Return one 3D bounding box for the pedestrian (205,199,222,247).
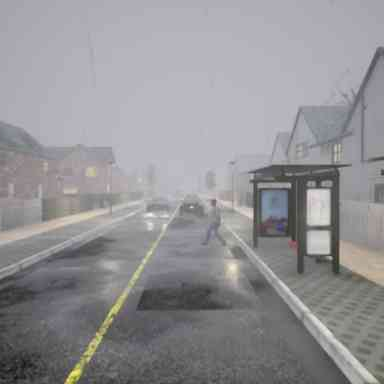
[{"bbox_3d":[0.798,1.089,12.338,0.375,1.860,0.375,0,1,-4],"label":"pedestrian"}]

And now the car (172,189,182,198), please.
[{"bbox_3d":[-3.016,0.318,71.411,2.150,2.045,5.566,0,0,0],"label":"car"}]

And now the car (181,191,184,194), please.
[{"bbox_3d":[-0.070,0.927,43.281,2.033,1.411,5.357,0,1,0],"label":"car"}]

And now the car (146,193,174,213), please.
[{"bbox_3d":[-2.958,1.106,30.085,1.994,1.385,4.181,0,1,0],"label":"car"}]

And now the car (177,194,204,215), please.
[{"bbox_3d":[-0.032,1.135,27.866,1.994,1.385,4.181,0,1,0],"label":"car"}]

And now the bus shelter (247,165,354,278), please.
[{"bbox_3d":[2.967,0.705,10.027,1.920,2.740,3.880,0,1,0],"label":"bus shelter"}]
